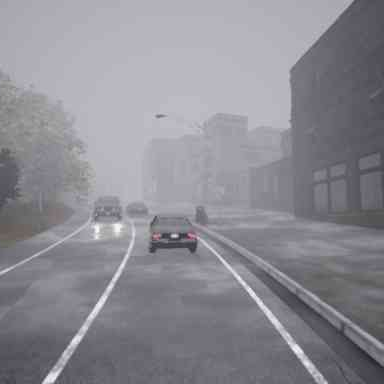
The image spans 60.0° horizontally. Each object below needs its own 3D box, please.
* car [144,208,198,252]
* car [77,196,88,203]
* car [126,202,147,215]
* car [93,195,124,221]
[{"bbox_3d":[-0.919,1.609,14.211,2.033,1.411,5.357,0,0,-7],"label":"car"},{"bbox_3d":[-22.093,1.417,66.925,1.882,1.535,5.008,2,0,-23],"label":"car"},{"bbox_3d":[-6.147,1.748,37.057,1.994,1.385,4.181,2,-1,-18],"label":"car"},{"bbox_3d":[-7.082,1.301,28.180,2.150,2.045,5.566,1,0,-14],"label":"car"}]
